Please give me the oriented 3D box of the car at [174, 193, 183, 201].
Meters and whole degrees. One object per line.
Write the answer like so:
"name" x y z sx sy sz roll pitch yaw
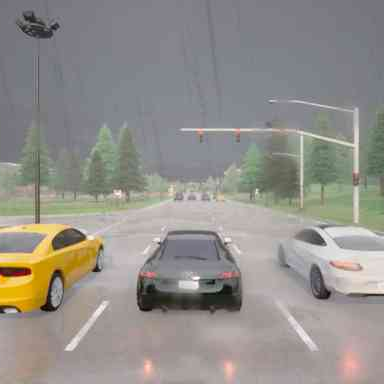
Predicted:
"car" -3.503 1.570 82.115 1.895 1.301 4.718 0 0 0

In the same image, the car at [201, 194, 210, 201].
"car" 3.497 1.528 82.085 1.994 1.385 4.181 0 0 0

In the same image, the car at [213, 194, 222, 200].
"car" 6.996 1.365 92.088 1.994 1.385 4.181 0 0 0

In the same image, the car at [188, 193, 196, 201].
"car" -0.003 1.330 82.055 2.097 1.767 4.553 0 0 0

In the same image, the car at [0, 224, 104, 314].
"car" -3.488 1.476 7.738 1.882 1.535 5.008 0 0 0

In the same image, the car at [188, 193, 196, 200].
"car" -0.004 1.168 92.058 2.097 1.767 4.553 0 0 0

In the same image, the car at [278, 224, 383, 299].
"car" 3.518 1.524 8.283 1.812 1.442 4.674 0 0 1

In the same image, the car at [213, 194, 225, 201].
"car" 6.997 1.452 81.668 1.882 1.535 5.008 0 0 0

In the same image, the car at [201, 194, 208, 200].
"car" 3.496 1.313 92.088 1.837 1.490 4.892 0 0 0

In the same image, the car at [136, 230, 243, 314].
"car" 0.001 1.562 7.709 1.994 1.385 4.181 0 0 2
